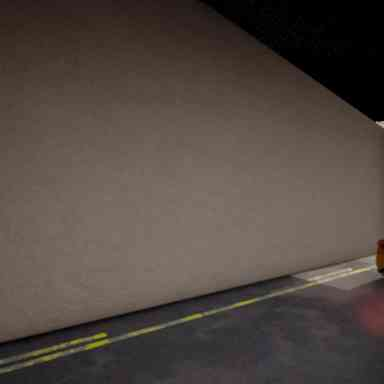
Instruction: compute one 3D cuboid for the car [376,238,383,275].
[{"bbox_3d":[6.748,1.427,8.655,5.008,1.535,1.882,0,0,-36],"label":"car"}]
